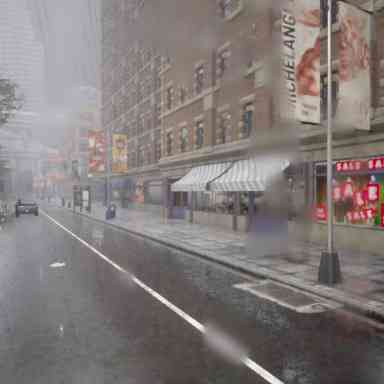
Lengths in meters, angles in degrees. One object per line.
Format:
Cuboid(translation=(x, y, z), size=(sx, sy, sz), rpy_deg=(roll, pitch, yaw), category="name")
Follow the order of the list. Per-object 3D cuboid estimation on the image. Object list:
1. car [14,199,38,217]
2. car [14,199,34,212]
Cuboid(translation=(-15.674, 1.492, 31.517), size=(2.128, 1.511, 4.902), rpy_deg=(0, 0, -28), category="car")
Cuboid(translation=(-20.261, 1.547, 40.114), size=(2.033, 1.411, 5.357), rpy_deg=(0, 0, -27), category="car")
